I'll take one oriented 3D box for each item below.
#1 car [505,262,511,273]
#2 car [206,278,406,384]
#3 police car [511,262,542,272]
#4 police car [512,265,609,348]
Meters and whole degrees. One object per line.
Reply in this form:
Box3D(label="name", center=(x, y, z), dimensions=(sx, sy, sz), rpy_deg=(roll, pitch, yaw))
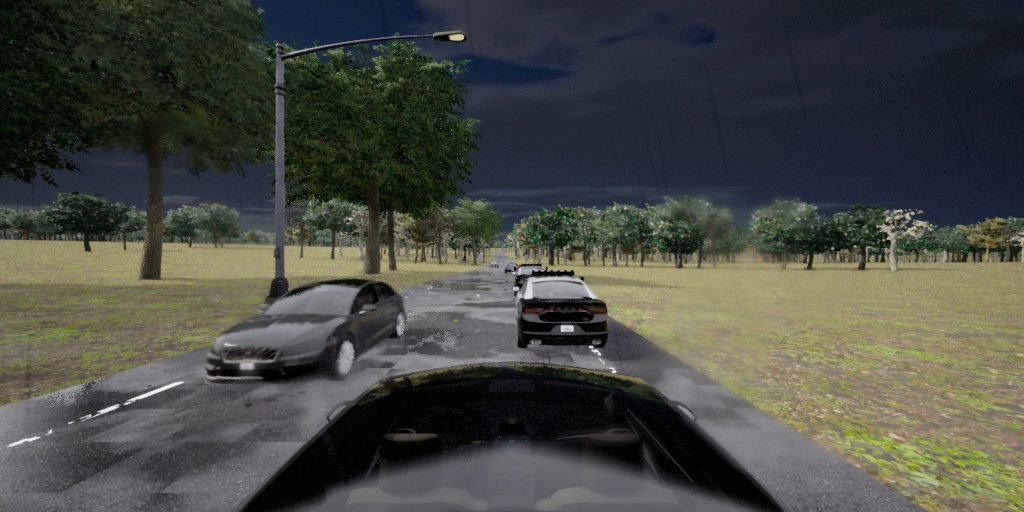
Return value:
Box3D(label="car", center=(0.027, 1.571, 47.843), dimensions=(1.994, 1.385, 4.181), rpy_deg=(0, 0, 0))
Box3D(label="car", center=(-3.600, 1.259, 7.309), dimensions=(1.837, 1.490, 4.892), rpy_deg=(0, 0, 0))
Box3D(label="police car", center=(1.051, 1.219, 19.406), dimensions=(1.930, 1.638, 5.238), rpy_deg=(0, 0, 0))
Box3D(label="police car", center=(1.050, 1.183, 9.401), dimensions=(1.930, 1.638, 5.238), rpy_deg=(0, 0, 0))
